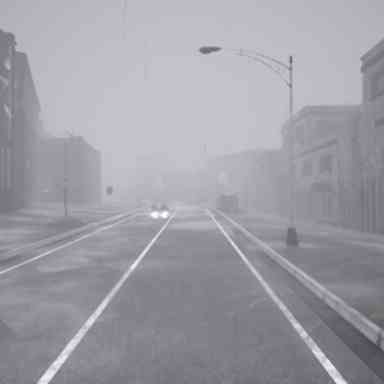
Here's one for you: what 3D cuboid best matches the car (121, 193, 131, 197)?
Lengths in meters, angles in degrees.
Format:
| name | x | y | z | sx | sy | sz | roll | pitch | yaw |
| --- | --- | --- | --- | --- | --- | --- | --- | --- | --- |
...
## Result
| name | x | y | z | sx | sy | sz | roll | pitch | yaw |
| --- | --- | --- | --- | --- | --- | --- | --- | --- | --- |
| car | -15.347 | 0.855 | 77.464 | 1.812 | 1.442 | 4.674 | 1 | 0 | -44 |

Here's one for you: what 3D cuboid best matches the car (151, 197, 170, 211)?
| name | x | y | z | sx | sy | sz | roll | pitch | yaw |
| --- | --- | --- | --- | --- | --- | --- | --- | --- | --- |
| car | -3.619 | 1.393 | 38.654 | 2.128 | 1.511 | 4.902 | 0 | 0 | 0 |
